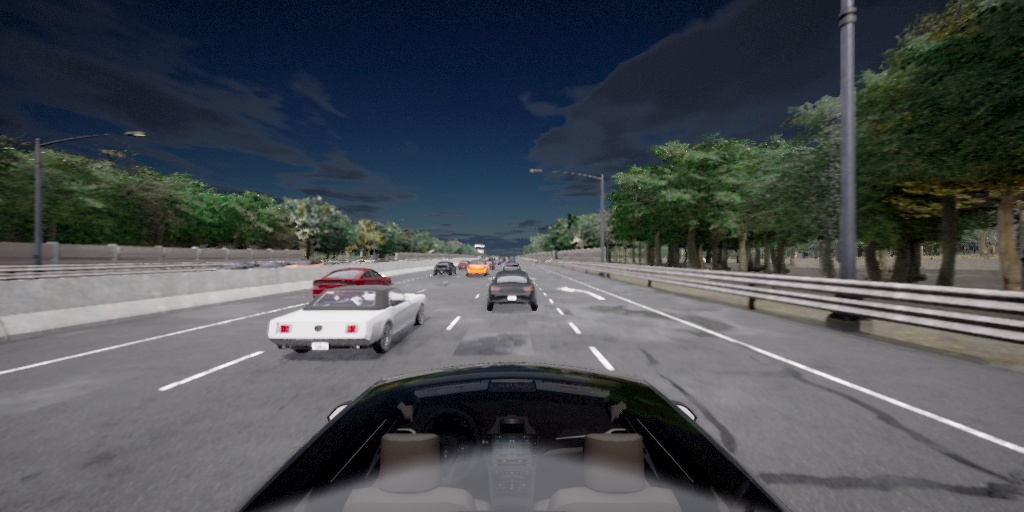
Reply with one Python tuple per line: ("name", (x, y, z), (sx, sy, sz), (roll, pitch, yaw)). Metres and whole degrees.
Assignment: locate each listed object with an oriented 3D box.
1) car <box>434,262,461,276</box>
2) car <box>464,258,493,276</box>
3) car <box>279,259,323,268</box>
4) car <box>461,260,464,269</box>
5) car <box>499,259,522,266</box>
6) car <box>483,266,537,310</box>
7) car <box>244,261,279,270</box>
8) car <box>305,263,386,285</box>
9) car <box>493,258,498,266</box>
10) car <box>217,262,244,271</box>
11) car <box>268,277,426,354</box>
("car", (-6.998, 1.334, 37.996), (1.837, 1.490, 4.892), (0, 0, 0))
("car", (-3.497, 1.180, 37.942), (2.097, 1.767, 4.553), (0, 0, 0))
("car", (-21.079, 1.180, 36.647), (2.097, 1.767, 4.553), (0, 0, 0))
("car", (-6.996, 1.368, 53.844), (1.812, 1.442, 4.674), (0, 0, 0))
("car", (0.003, 1.319, 37.999), (2.128, 1.511, 4.902), (0, 0, 0))
("car", (0.001, 1.301, 14.754), (1.812, 1.442, 4.674), (0, 0, 0))
("car", (-24.567, 1.321, 37.120), (2.128, 1.511, 4.902), (0, 0, 0))
("car", (-7.000, 1.257, 16.270), (1.882, 1.535, 5.008), (0, 0, 0))
("car", (-3.495, 1.368, 53.844), (1.812, 1.442, 4.674), (0, 0, 0))
("car", (-28.065, 1.321, 37.133), (2.128, 1.511, 4.902), (0, 0, 0))
("car", (-3.501, 1.362, 8.779), (1.895, 1.301, 4.718), (0, 0, 0))
